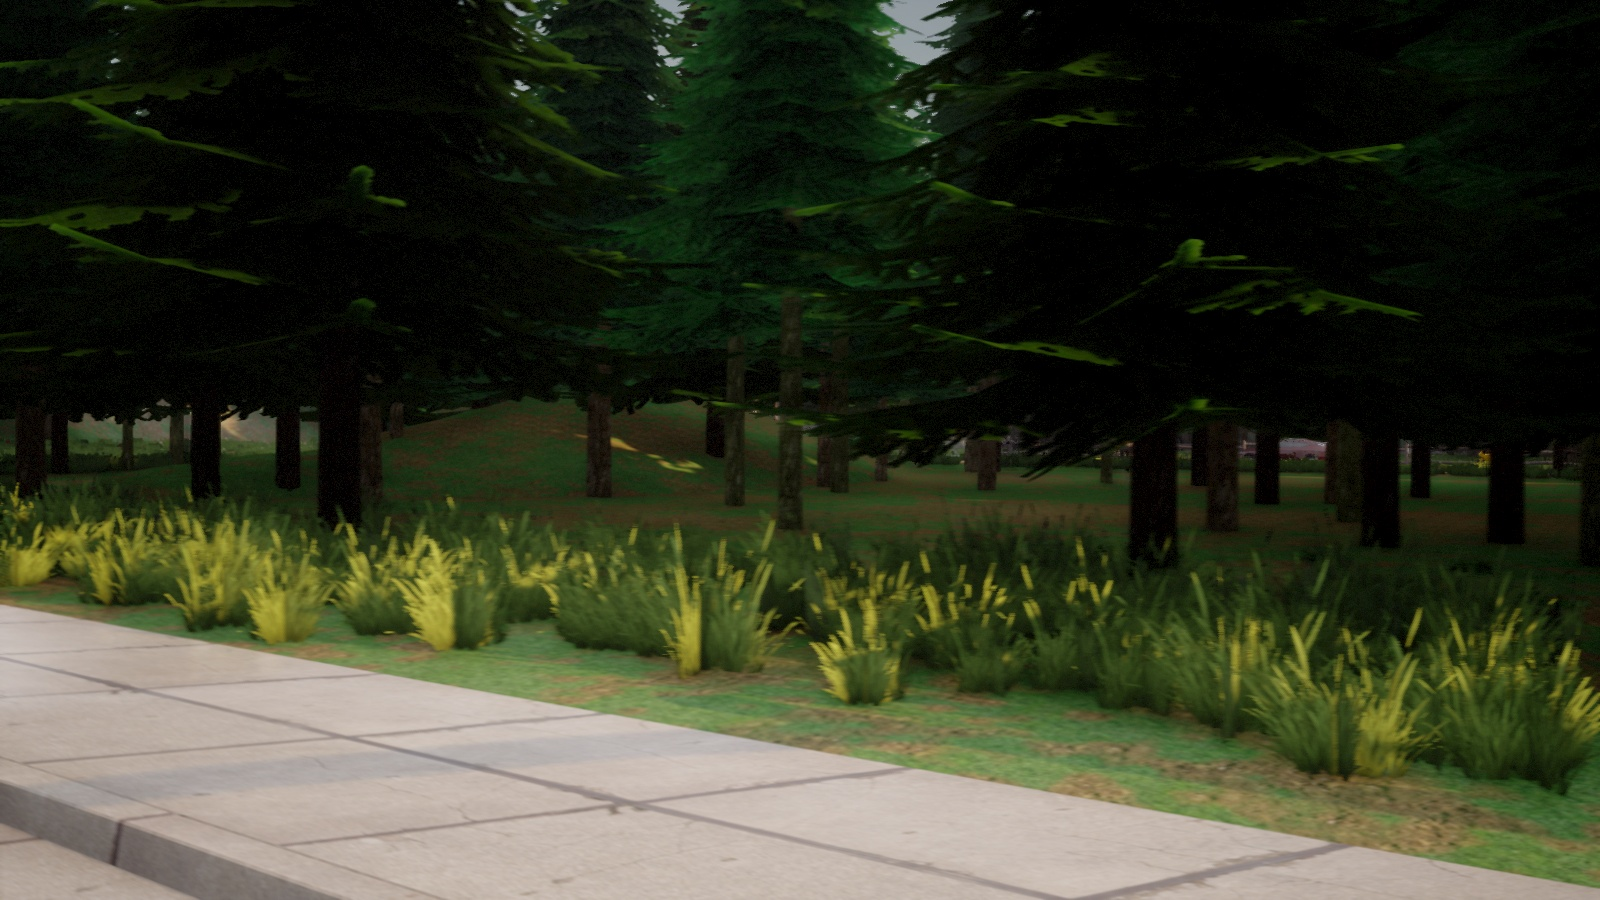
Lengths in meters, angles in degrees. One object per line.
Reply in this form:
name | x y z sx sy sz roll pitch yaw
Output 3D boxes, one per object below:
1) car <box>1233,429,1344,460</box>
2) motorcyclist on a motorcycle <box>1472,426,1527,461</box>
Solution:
car | 23.585 -0.252 60.698 4.674 1.442 1.812 0 1 35
motorcyclist on a motorcycle | 30.925 -0.306 55.516 2.044 1.523 0.797 0 1 35
